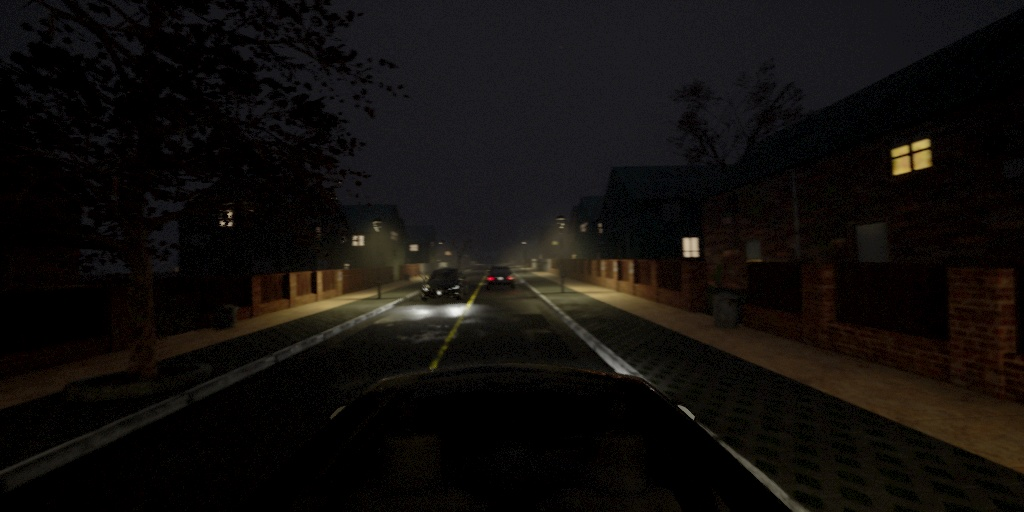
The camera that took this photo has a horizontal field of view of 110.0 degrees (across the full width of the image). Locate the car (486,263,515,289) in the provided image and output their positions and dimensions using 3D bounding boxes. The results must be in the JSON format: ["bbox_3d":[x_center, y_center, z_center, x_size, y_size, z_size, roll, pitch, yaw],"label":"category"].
[{"bbox_3d":[-0.781,1.409,24.123,2.033,1.411,5.357,-2,0,-2],"label":"car"}]

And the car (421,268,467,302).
[{"bbox_3d":[-3.369,1.409,18.452,1.837,1.490,4.892,-2,0,-2],"label":"car"}]
